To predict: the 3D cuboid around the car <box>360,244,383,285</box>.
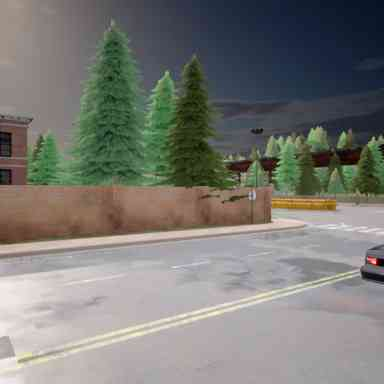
[{"bbox_3d":[6.300,1.547,8.225,5.357,1.411,2.033,0,0,-35],"label":"car"}]
